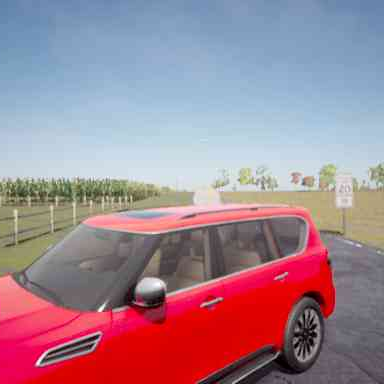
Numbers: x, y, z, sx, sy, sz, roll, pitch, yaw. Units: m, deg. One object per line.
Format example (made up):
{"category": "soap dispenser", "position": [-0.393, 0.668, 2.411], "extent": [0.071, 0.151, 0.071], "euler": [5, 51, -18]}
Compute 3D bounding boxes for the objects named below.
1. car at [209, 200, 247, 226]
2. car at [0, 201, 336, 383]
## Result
{"category": "car", "position": [2.360, 1.363, 23.322], "extent": [2.033, 1.411, 5.357], "euler": [0, 0, -1]}
{"category": "car", "position": [-0.426, 1.220, 3.885], "extent": [5.566, 2.045, 2.150], "euler": [-1, 0, -41]}
